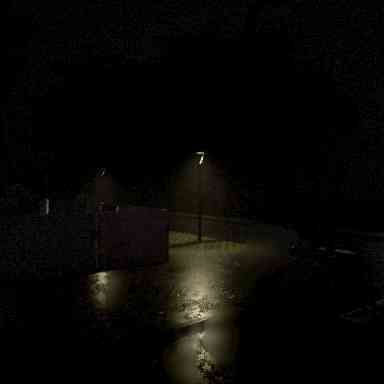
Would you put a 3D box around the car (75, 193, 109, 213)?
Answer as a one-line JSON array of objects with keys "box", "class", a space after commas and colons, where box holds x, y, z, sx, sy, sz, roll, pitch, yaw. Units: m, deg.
[{"box": [-10.474, 1.150, 34.468, 2.150, 2.045, 5.566, 0, 0, -35], "class": "car"}]
